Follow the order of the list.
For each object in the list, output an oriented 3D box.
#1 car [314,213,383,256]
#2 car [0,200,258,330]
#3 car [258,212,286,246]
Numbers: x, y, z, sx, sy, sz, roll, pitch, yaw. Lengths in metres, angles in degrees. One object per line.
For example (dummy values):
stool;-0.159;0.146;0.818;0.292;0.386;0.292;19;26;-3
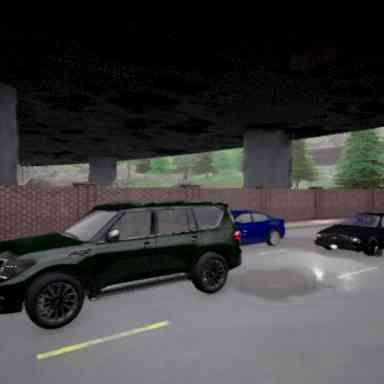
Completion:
car;7.235;1.552;13.339;5.357;1.411;2.033;0;0;-35
car;-1.367;1.223;7.301;5.566;2.045;2.150;0;0;-35
car;1.732;1.481;13.700;5.008;1.535;1.882;0;0;-35
